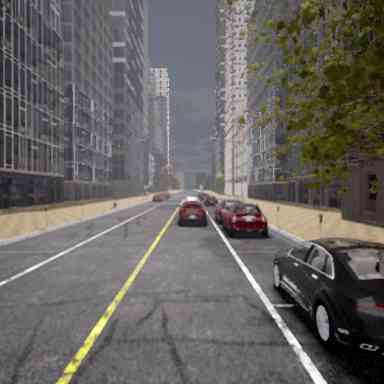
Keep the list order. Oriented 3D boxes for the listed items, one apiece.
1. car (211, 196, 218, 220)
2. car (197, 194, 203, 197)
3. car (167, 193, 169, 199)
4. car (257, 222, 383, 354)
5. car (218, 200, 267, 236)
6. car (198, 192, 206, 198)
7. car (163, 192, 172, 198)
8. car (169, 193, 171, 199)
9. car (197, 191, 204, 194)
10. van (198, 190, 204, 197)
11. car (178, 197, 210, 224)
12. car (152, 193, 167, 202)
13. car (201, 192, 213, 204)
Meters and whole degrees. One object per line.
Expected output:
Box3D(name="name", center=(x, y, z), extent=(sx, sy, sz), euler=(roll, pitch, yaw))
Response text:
Box3D(name="car", center=(2.629, 1.237, 23.098), extent=(1.967, 1.590, 4.097), euler=(0, 1, 0))
Box3D(name="car", center=(-0.011, 1.243, 40.149), extent=(1.895, 1.301, 4.718), euler=(0, 1, 0))
Box3D(name="car", center=(-5.863, 1.004, 62.928), extent=(1.802, 1.307, 4.206), euler=(0, 1, 0))
Box3D(name="car", center=(2.678, 1.498, 6.022), extent=(2.008, 1.369, 4.403), euler=(0, 0, 0))
Box3D(name="car", center=(2.646, 1.287, 17.406), extent=(1.967, 1.590, 4.097), euler=(0, 1, 0))
Box3D(name="car", center=(2.453, 0.750, 85.711), extent=(1.947, 1.339, 4.313), euler=(0, 1, 0))
Box3D(name="car", center=(-5.912, 0.814, 80.004), extent=(1.947, 1.339, 4.313), euler=(0, 1, 0))
Box3D(name="car", center=(-5.895, 0.851, 74.312), extent=(1.887, 1.381, 4.507), euler=(0, 1, 0))
Box3D(name="car", center=(2.517, 0.984, 62.944), extent=(1.947, 1.339, 4.313), euler=(0, 1, 0))
Box3D(name="van", center=(2.438, 0.465, 91.402), extent=(1.690, 1.788, 3.998), euler=(0, 1, 0))
Box3D(name="car", center=(0.032, 1.329, 22.501), extent=(1.812, 1.442, 4.674), euler=(0, 1, 0))
Box3D(name="car", center=(-5.847, 1.024, 57.234), extent=(1.887, 1.381, 4.507), euler=(0, 1, 0))
Box3D(name="car", center=(2.566, 1.131, 45.868), extent=(1.887, 1.381, 4.507), euler=(0, 1, 0))
